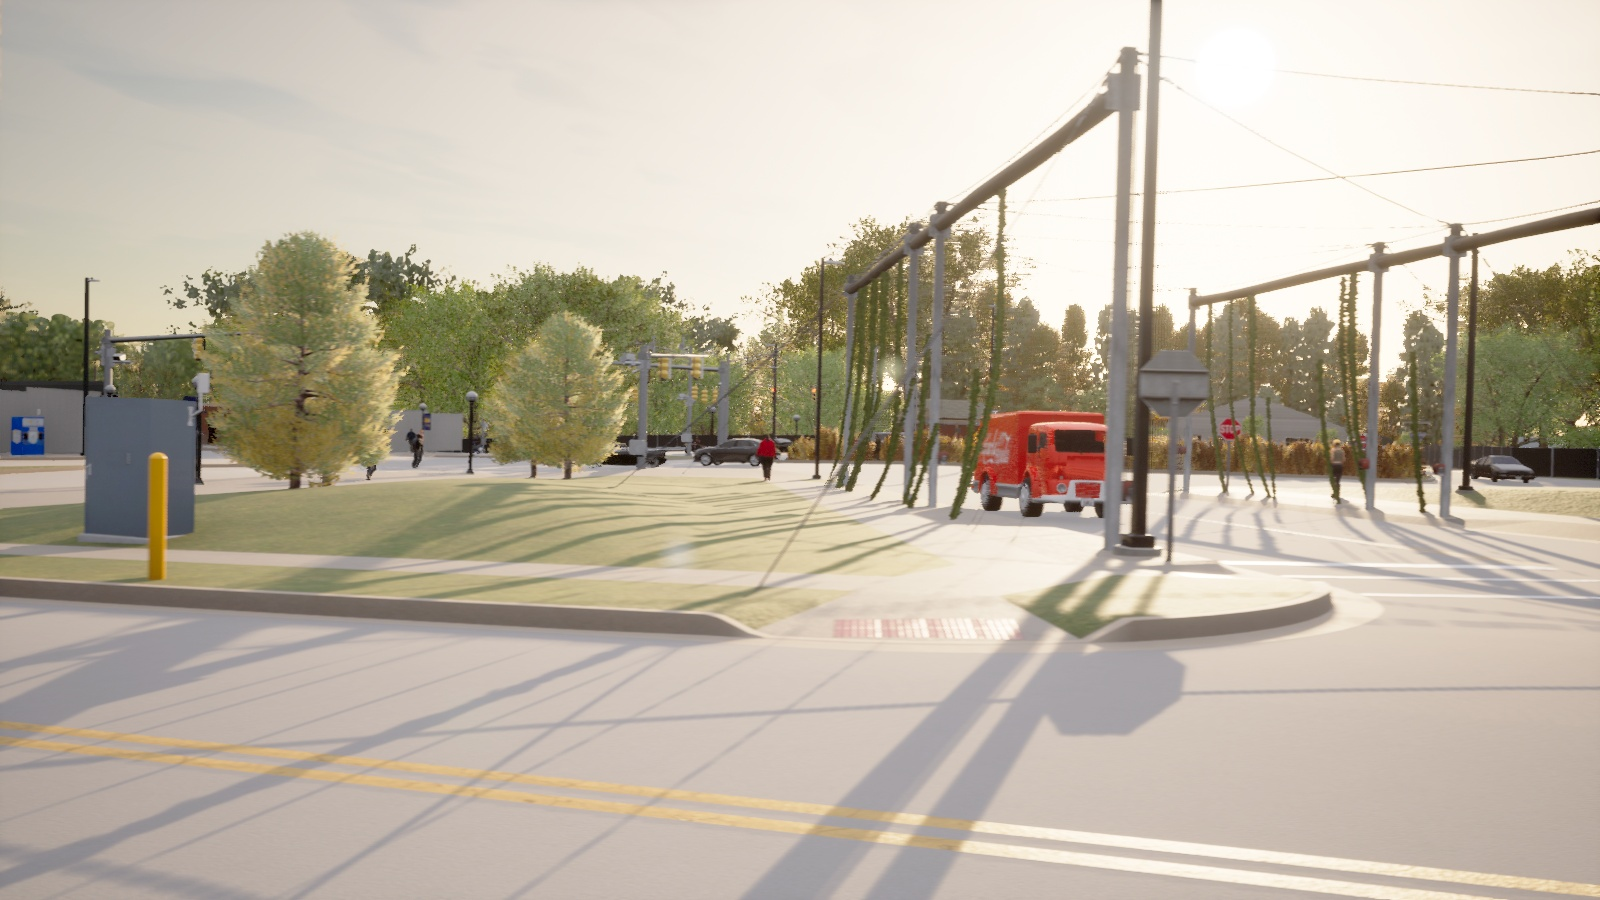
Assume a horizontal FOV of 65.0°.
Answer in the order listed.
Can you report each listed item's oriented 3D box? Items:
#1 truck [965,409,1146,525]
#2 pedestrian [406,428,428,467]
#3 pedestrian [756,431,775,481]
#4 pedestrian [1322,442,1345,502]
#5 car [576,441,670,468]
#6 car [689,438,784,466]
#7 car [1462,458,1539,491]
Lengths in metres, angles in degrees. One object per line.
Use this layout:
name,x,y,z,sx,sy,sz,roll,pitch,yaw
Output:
truck,5.942,0.368,30.028,2.627,2.467,5.204,2,0,-7
pedestrian,-19.060,-0.131,62.463,0.849,1.883,0.563,2,2,19
pedestrian,-1.316,0.226,47.986,0.634,1.844,0.899,2,2,-5
pedestrian,16.519,0.680,38.877,0.345,1.836,0.594,2,2,-4
car,-9.113,0.230,64.793,4.718,1.301,1.895,0,1,-5
car,-3.473,0.099,68.673,4.892,1.490,1.837,1,1,19
car,38.574,1.313,69.325,2.033,1.411,5.357,2,3,10
